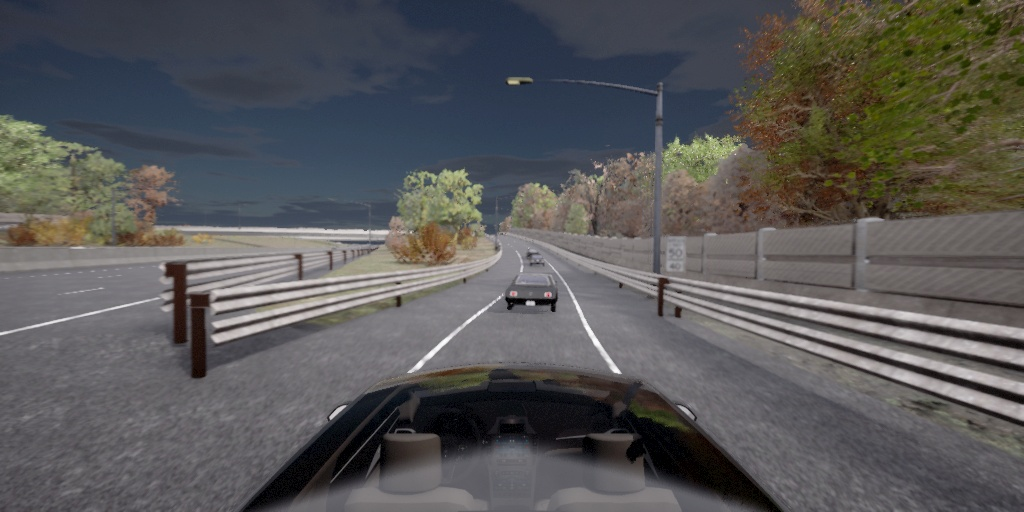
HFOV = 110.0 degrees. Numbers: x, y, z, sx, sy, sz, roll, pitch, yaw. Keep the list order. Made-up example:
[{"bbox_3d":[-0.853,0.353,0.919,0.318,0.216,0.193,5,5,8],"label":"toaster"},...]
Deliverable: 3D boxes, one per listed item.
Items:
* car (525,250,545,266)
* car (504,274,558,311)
[{"bbox_3d":[2.970,0.450,43.709,2.033,1.411,5.357,1,3,1],"label":"car"},{"bbox_3d":[0.903,1.366,14.739,1.895,1.301,4.718,1,0,6],"label":"car"}]
